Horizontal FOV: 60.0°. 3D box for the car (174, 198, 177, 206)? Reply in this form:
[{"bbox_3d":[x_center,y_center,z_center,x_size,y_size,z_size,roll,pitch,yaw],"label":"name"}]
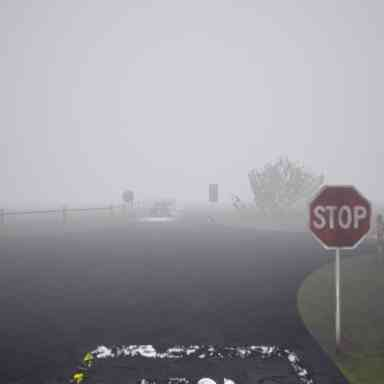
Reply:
[{"bbox_3d":[-3.014,1.529,41.561,2.128,1.511,4.902,0,0,-1],"label":"car"}]

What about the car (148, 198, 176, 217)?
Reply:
[{"bbox_3d":[-2.919,1.589,31.446,1.994,1.385,4.181,0,0,1],"label":"car"}]

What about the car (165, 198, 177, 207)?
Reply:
[{"bbox_3d":[-3.350,1.656,54.037,1.895,1.301,4.718,0,0,-2],"label":"car"}]
